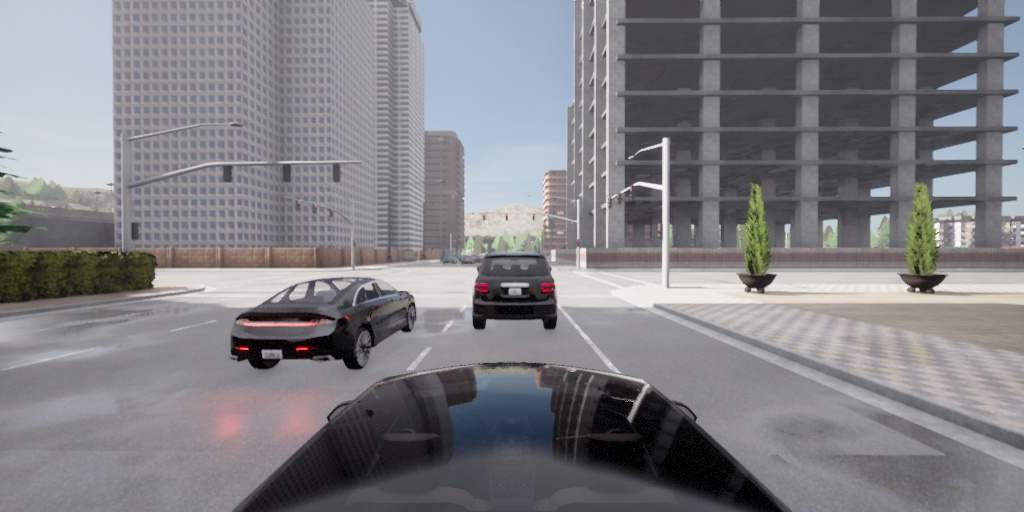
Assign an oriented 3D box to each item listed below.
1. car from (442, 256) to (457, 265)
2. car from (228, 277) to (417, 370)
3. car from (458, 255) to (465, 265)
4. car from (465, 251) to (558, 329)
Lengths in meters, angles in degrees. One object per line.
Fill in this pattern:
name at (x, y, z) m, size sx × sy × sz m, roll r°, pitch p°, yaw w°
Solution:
car at (-10.531, 0.729, 60.629) m, size 1.994 × 1.385 × 4.181 m, roll 0°, pitch 1°, yaw 1°
car at (-3.444, 1.183, 7.605) m, size 2.128 × 1.511 × 4.902 m, roll 0°, pitch 1°, yaw 1°
car at (-7.095, 0.689, 57.886) m, size 1.837 × 1.490 × 4.892 m, roll 0°, pitch 2°, yaw 1°
car at (0.071, 0.880, 10.945) m, size 2.150 × 2.045 × 5.566 m, roll 0°, pitch 1°, yaw 0°
